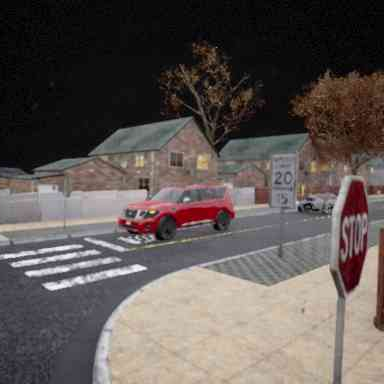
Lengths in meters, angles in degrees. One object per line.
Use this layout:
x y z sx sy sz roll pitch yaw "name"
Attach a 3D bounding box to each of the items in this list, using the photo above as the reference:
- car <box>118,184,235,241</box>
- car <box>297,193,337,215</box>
-0.428 0.720 14.295 2.150 2.045 5.566 3 4 44 "car"
9.187 0.772 23.589 4.181 1.385 1.994 -2 4 -44 "car"
